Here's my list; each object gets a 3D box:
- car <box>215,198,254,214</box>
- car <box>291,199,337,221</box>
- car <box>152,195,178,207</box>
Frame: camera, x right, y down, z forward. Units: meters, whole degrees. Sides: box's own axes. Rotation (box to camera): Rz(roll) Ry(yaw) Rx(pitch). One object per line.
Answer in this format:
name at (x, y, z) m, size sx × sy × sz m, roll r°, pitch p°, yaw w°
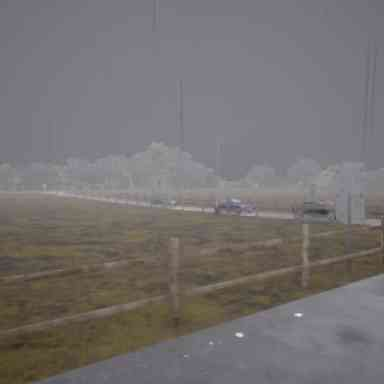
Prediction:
car at (4.211, 1.368, 33.760) m, size 1.812 × 1.442 × 4.674 m, roll 1°, pitch 0°, yaw -36°
car at (9.984, 1.337, 25.643) m, size 2.128 × 1.511 × 4.902 m, roll 1°, pitch -1°, yaw -34°
car at (-3.708, 1.197, 44.816) m, size 2.128 × 1.511 × 4.902 m, roll 1°, pitch 0°, yaw -35°
